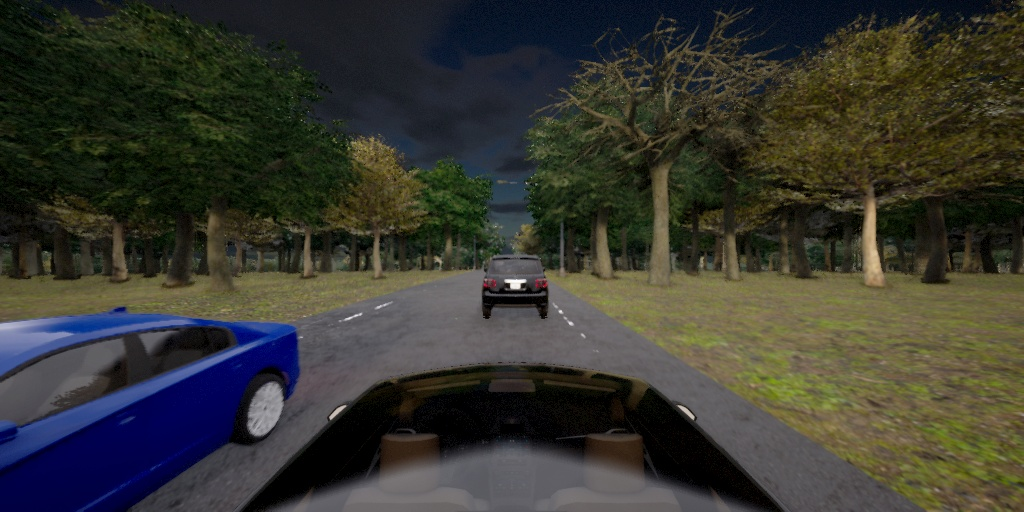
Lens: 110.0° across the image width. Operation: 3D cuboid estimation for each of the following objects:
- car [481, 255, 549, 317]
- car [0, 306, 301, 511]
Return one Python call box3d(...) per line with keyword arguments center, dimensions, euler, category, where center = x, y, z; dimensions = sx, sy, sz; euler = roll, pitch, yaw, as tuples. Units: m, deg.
box3d(center=(0.103, 0.990, 13.324), dimensions=(2.150, 2.045, 5.566), euler=(0, 0, 0), category="car")
box3d(center=(-3.599, 1.229, 2.458), dimensions=(1.882, 1.535, 5.008), euler=(0, 0, 0), category="car")
